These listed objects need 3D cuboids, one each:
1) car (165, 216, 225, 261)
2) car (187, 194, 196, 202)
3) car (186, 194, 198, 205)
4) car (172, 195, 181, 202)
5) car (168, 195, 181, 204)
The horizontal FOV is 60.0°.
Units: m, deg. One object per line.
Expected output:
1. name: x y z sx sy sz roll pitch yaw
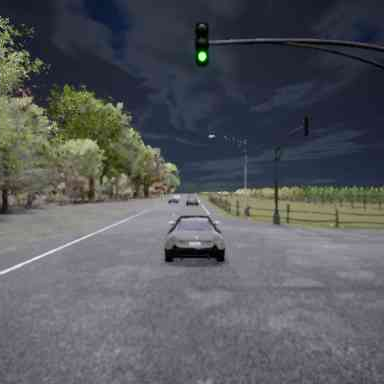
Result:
1. car: 0.087 1.558 12.243 1.994 1.385 4.181 0 0 0
2. car: -0.073 1.295 76.986 2.097 1.767 4.553 0 0 0
3. car: 0.045 1.521 56.511 1.994 1.385 4.181 0 0 0
4. car: -3.574 1.461 78.432 1.812 1.442 4.674 0 0 0
5. car: -3.524 1.551 64.494 1.895 1.301 4.718 0 0 0
